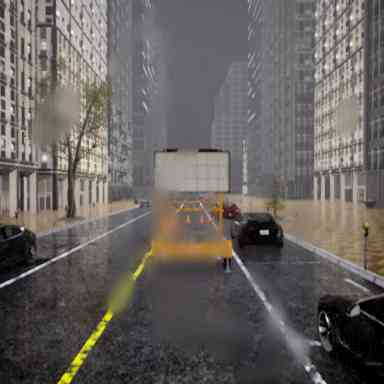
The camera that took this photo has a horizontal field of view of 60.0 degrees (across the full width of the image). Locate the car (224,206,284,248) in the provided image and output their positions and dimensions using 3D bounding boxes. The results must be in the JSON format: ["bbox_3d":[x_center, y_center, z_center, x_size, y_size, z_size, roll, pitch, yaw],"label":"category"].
[{"bbox_3d":[2.681,1.522,14.379,1.947,1.339,4.313,-1,0,0],"label":"car"}]

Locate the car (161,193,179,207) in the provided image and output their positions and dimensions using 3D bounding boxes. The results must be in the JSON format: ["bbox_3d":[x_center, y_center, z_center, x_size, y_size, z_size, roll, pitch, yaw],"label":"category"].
[{"bbox_3d":[-3.071,1.075,47.051,2.150,2.045,5.566,0,0,0],"label":"car"}]

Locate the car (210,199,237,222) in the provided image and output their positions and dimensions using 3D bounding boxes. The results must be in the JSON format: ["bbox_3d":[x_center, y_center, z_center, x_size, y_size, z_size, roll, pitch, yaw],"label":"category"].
[{"bbox_3d":[2.678,1.466,25.664,1.887,1.381,4.507,-1,0,0],"label":"car"}]

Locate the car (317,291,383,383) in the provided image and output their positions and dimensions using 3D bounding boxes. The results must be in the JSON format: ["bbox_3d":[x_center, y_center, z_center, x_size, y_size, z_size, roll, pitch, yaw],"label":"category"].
[{"bbox_3d":[2.684,1.556,3.093,1.947,1.339,4.313,-1,0,0],"label":"car"}]

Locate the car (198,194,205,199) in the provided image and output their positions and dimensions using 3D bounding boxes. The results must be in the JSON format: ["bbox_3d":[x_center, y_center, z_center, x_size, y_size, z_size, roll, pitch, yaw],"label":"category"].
[{"bbox_3d":[2.663,1.241,93.377,2.008,1.369,4.403,-1,0,0],"label":"car"}]

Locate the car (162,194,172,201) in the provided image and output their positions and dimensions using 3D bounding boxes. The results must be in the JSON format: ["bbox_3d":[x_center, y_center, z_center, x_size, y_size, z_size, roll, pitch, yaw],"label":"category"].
[{"bbox_3d":[-5.714,1.278,76.258,1.752,1.417,4.829,-1,0,0],"label":"car"}]

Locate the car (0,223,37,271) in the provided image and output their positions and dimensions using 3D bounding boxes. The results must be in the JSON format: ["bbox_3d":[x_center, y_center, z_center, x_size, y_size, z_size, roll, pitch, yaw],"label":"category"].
[{"bbox_3d":[-5.699,1.539,8.732,1.947,1.339,4.313,-1,0,0],"label":"car"}]

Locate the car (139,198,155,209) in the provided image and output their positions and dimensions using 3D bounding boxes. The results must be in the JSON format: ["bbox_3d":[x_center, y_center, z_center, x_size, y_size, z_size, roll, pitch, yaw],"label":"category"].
[{"bbox_3d":[-5.706,1.417,42.579,2.008,1.369,4.403,-1,0,0],"label":"car"}]

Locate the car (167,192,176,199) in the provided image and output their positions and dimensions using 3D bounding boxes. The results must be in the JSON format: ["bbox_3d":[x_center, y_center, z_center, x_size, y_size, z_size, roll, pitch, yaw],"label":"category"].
[{"bbox_3d":[-5.721,1.005,93.351,2.192,1.841,5.009,-1,0,0],"label":"car"}]

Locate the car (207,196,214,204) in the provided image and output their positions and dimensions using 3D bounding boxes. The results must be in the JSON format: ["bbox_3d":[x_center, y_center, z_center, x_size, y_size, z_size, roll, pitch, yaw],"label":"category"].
[{"bbox_3d":[2.677,1.428,31.476,1.752,1.417,4.829,-1,0,0],"label":"car"}]

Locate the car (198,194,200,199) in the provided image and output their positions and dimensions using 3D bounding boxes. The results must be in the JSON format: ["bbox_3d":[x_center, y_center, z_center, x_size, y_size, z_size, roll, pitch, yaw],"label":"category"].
[{"bbox_3d":[2.667,1.303,76.449,2.008,1.369,4.403,-1,0,0],"label":"car"}]

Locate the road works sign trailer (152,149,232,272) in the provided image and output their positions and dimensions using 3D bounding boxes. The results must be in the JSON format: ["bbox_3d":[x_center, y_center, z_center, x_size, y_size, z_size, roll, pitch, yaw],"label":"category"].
[{"bbox_3d":[0.001,0.432,10.639,2.380,3.560,2.880,0,0,0],"label":"road works sign trailer"}]

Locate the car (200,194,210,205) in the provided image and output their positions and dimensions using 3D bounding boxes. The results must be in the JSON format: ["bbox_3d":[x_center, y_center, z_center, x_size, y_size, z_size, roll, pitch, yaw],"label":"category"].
[{"bbox_3d":[2.671,1.374,53.878,1.887,1.381,4.507,-1,0,0],"label":"car"}]
